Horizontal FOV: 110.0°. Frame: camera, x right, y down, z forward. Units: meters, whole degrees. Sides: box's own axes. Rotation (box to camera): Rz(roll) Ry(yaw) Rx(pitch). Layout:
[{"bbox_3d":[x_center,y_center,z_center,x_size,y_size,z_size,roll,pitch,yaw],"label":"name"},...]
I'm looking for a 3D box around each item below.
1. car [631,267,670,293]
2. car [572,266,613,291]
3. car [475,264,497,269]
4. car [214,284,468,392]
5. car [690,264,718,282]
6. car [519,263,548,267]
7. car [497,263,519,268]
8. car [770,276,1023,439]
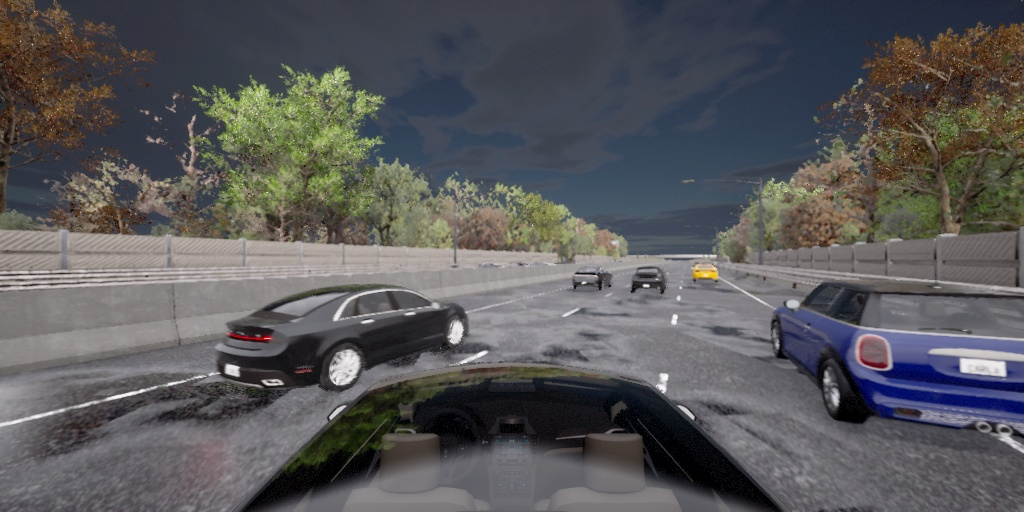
[{"bbox_3d":[8.582,1.423,22.253,1.837,1.490,4.892,0,-1,26],"label":"car"},{"bbox_3d":[5.383,1.421,23.676,2.128,1.511,4.902,0,-1,26],"label":"car"},{"bbox_3d":[-3.224,1.678,46.464,1.994,1.385,4.181,0,-1,26],"label":"car"},{"bbox_3d":[-2.705,1.297,7.007,1.837,1.490,4.892,0,0,26],"label":"car"},{"bbox_3d":[17.385,1.482,32.422,1.882,1.535,5.008,0,0,26],"label":"car"},{"bbox_3d":[3.119,1.583,43.508,2.128,1.511,4.902,0,-1,26],"label":"car"},{"bbox_3d":[0.271,1.634,45.661,1.812,1.442,4.674,0,-1,26],"label":"car"},{"bbox_3d":[5.567,1.132,5.448,2.097,1.767,4.553,0,-1,26],"label":"car"}]
